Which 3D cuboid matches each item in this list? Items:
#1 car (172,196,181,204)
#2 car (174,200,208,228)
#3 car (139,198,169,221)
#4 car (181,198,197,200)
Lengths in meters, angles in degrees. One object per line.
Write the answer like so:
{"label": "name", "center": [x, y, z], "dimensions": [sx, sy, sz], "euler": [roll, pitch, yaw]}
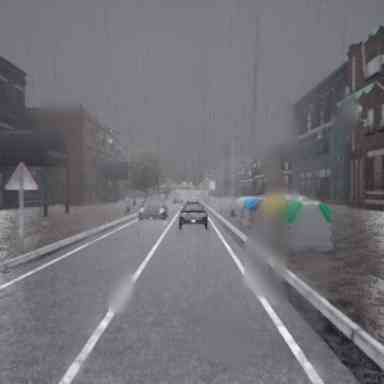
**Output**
{"label": "car", "center": [-3.055, 1.641, 68.841], "dimensions": [2.097, 1.767, 4.553], "euler": [0, 0, 0]}
{"label": "car", "center": [0.082, 1.543, 22.506], "dimensions": [2.128, 1.511, 4.902], "euler": [0, 0, 0]}
{"label": "car", "center": [-3.118, 1.412, 27.715], "dimensions": [2.097, 1.767, 4.553], "euler": [0, 0, 0]}
{"label": "car", "center": [0.067, 1.626, 40.827], "dimensions": [2.128, 1.511, 4.902], "euler": [0, 0, 0]}
